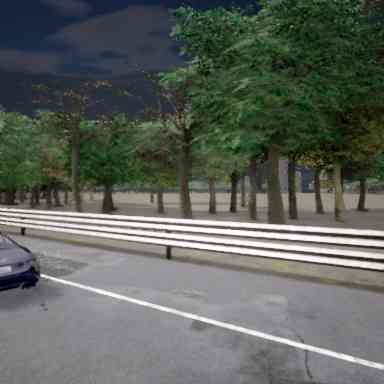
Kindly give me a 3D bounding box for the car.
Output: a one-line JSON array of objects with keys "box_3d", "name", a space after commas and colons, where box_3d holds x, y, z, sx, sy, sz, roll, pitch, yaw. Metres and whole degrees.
[{"box_3d": [-5.533, 1.593, 8.111, 4.181, 1.385, 1.994, 0, 0, 37], "name": "car"}]
